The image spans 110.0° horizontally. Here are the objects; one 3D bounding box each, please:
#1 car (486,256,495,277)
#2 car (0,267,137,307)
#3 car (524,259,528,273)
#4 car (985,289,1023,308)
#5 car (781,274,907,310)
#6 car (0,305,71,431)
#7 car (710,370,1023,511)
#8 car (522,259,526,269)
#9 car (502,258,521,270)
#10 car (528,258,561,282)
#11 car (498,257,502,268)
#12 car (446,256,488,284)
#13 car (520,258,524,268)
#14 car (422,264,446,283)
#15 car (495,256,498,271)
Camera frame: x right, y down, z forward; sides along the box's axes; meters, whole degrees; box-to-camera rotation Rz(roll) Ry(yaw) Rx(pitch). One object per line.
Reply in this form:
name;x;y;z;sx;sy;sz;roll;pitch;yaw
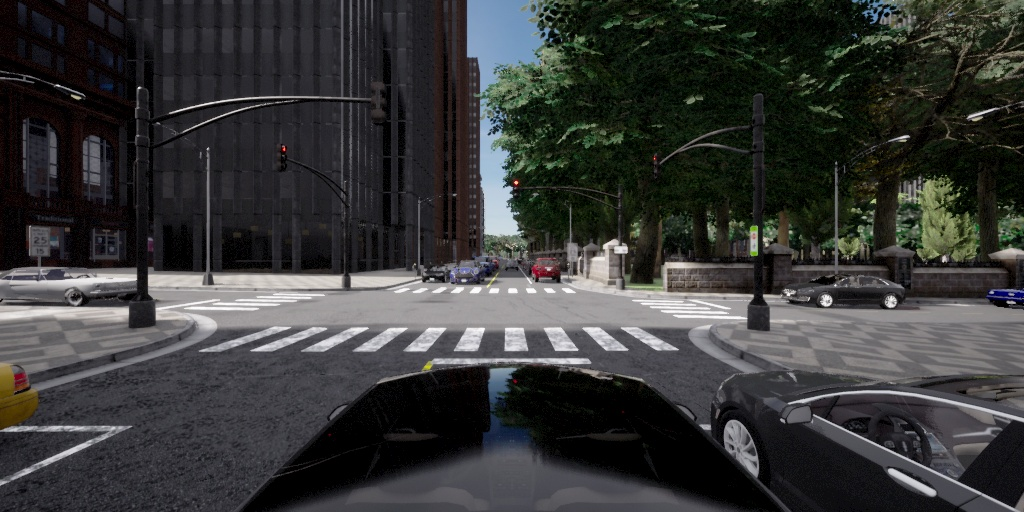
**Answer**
car;-3.218;0.991;36.567;2.150;2.045;5.566;0;0;0
car;-16.480;1.068;13.109;4.718;1.301;1.895;1;0;-1
car;2.632;1.338;39.322;1.948;1.339;4.313;0;0;0
car;25.410;1.897;16.687;4.718;1.301;1.895;1;0;-1
car;15.217;1.592;16.597;4.892;1.490;1.837;1;0;-1
car;-5.760;1.275;1.536;1.751;1.417;4.829;0;0;0
car;2.764;1.300;1.745;2.007;1.370;4.403;0;0;0
car;2.613;1.329;44.778;2.007;1.370;4.403;0;0;0
car;-0.058;1.332;51.898;2.033;1.411;5.357;0;0;-2
car;2.670;1.075;28.410;2.192;1.841;5.009;0;0;0
car;-3.248;1.014;57.256;2.150;2.045;5.566;0;0;0
car;-3.251;1.111;26.807;2.097;1.767;4.553;0;0;1
car;2.593;1.335;50.235;2.007;1.370;4.403;0;0;0
car;-5.855;1.326;28.370;1.948;1.339;4.313;0;0;0
car;-3.248;1.133;46.749;2.097;1.767;4.553;0;0;0
